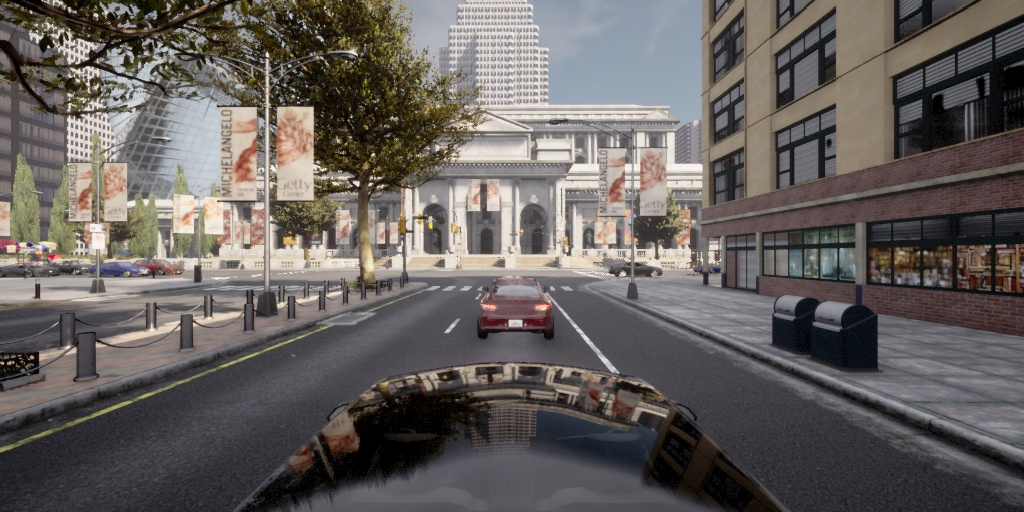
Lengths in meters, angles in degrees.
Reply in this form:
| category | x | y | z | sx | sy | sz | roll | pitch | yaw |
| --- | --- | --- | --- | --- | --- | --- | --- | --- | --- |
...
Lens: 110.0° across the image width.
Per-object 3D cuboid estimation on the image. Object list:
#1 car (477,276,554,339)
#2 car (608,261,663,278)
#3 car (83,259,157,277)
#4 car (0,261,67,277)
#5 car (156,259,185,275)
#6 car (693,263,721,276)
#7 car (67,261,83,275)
| category | x | y | z | sx | sy | sz | roll | pitch | yaw |
| --- | --- | --- | --- | --- | --- | --- | --- | --- | --- |
| car | 0.115 | 1.276 | 9.996 | 1.812 | 1.442 | 4.674 | 0 | 0 | 1 |
| car | 11.557 | 1.254 | 33.665 | 4.892 | 1.490 | 1.837 | 0 | 0 | 1 |
| car | -37.329 | 1.276 | 34.206 | 4.674 | 1.442 | 1.812 | 0 | 0 | 0 |
| car | -46.089 | 1.314 | 34.235 | 4.181 | 1.385 | 1.994 | 0 | 0 | -1 |
| car | -37.295 | 1.102 | 37.701 | 4.553 | 1.767 | 2.097 | 0 | 0 | 0 |
| car | 21.433 | 1.351 | 37.053 | 4.718 | 1.301 | 1.895 | 0 | 0 | 1 |
| car | -46.249 | 1.241 | 37.743 | 4.902 | 1.511 | 2.128 | 0 | 0 | 0 |
